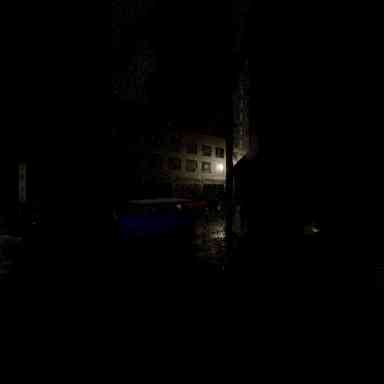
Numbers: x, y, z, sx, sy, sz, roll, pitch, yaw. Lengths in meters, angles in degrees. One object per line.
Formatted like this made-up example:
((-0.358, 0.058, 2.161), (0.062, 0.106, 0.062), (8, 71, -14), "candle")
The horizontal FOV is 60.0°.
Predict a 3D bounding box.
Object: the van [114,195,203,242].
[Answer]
((-1.417, 1.208, 15.475), (1.690, 1.788, 3.998), (1, 1, 35), "van")

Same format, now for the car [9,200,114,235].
((-6.646, 1.383, 18.253), (2.033, 1.411, 5.357), (0, 1, 36), "car")

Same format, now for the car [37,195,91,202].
((-8.360, 1.123, 20.420), (2.192, 1.841, 5.009), (1, 1, 35), "car")

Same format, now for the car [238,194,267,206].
((7.910, 1.027, 43.266), (1.947, 1.339, 4.313), (1, 2, 35), "car")

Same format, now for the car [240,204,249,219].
((5.090, 1.280, 24.614), (2.008, 1.369, 4.403), (1, 1, 35), "car")

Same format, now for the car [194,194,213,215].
((-0.618, 1.063, 26.714), (2.097, 1.767, 4.553), (0, 1, 36), "car")

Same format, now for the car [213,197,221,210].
((1.401, 1.166, 34.130), (1.947, 1.339, 4.313), (1, 2, 35), "car")
